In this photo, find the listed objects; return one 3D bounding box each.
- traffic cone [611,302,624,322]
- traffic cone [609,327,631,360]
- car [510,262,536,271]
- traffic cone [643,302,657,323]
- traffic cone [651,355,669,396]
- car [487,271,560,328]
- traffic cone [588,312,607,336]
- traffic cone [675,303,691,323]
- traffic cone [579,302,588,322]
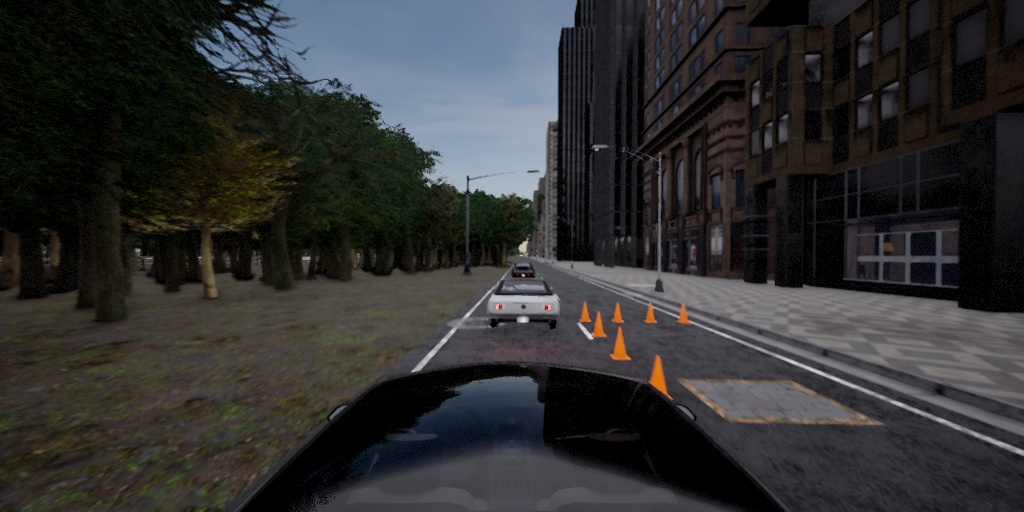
[{"bbox_3d":[3.260,1.719,11.080,0.340,0.580,0.340,0,0,2],"label":"traffic cone"},{"bbox_3d":[2.139,1.715,7.112,0.340,0.580,0.340,0,0,2],"label":"traffic cone"},{"bbox_3d":[0.907,1.228,29.291,1.837,1.490,4.892,0,0,2],"label":"car"},{"bbox_3d":[4.260,1.727,11.049,0.340,0.580,0.340,0,0,2],"label":"traffic cone"},{"bbox_3d":[2.078,1.717,5.113,0.340,0.580,0.340,0,0,2],"label":"traffic cone"},{"bbox_3d":[0.360,1.341,11.385,1.895,1.301,4.718,0,0,2],"label":"car"},{"bbox_3d":[2.200,1.713,9.111,0.340,0.580,0.340,0,0,2],"label":"traffic cone"},{"bbox_3d":[5.259,1.734,11.019,0.340,0.580,0.340,0,0,2],"label":"traffic cone"},{"bbox_3d":[2.261,1.711,11.110,0.340,0.580,0.340,0,0,2],"label":"traffic cone"}]
